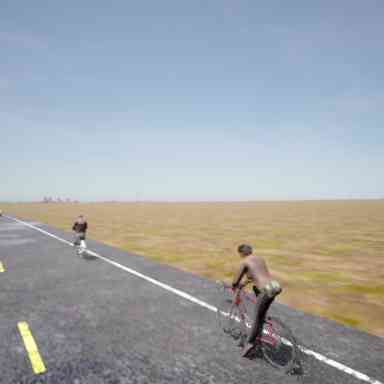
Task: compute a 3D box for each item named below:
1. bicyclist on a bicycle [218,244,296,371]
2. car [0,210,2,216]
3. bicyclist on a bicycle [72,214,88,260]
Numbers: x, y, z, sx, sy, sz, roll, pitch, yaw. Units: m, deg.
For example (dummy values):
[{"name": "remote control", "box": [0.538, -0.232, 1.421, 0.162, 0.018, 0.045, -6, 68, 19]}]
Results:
[{"name": "bicyclist on a bicycle", "box": [0.888, 1.616, 4.951, 0.582, 1.620, 1.656, 2, -2, -33]}, {"name": "car", "box": [-28.666, 2.840, 47.947, 1.895, 1.301, 4.718, 2, -2, -34]}, {"name": "bicyclist on a bicycle", "box": [-4.503, 1.736, 13.208, 0.659, 1.776, 1.843, 2, -2, -33]}]
